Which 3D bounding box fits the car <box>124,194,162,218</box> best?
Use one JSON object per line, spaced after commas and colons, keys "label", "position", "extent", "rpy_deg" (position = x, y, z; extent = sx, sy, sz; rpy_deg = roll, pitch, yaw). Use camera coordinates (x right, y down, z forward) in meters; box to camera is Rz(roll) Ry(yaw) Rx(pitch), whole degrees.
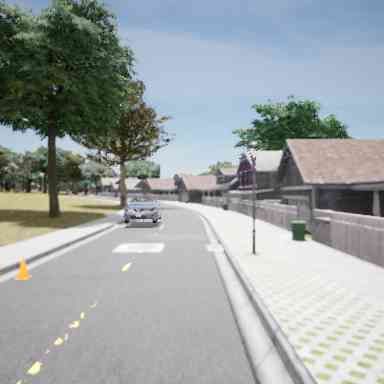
{"label": "car", "position": [-3.378, 1.134, 23.807], "extent": [2.150, 2.045, 5.566], "rpy_deg": [0, 0, 0]}

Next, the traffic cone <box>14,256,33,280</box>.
{"label": "traffic cone", "position": [-4.476, 1.992, 8.835], "extent": [0.340, 0.580, 0.340], "rpy_deg": [0, 0, 0]}
